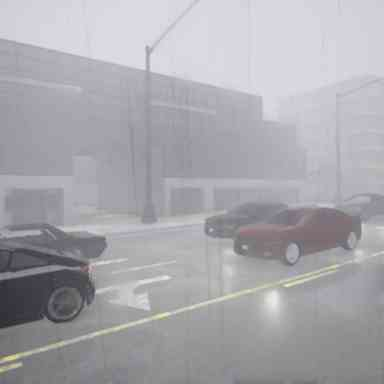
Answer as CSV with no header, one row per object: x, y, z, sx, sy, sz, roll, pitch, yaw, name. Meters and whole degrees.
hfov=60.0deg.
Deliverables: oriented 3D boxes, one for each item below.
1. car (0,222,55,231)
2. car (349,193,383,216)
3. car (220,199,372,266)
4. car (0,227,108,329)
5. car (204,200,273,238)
-4.898,1.568,9.102,4.718,1.301,1.895,-2,1,-35,car
10.386,0.833,19.997,4.674,1.442,1.812,-3,2,-36,car
3.532,1.206,10.812,5.008,1.535,1.882,-2,1,-35,car
-3.815,1.564,5.561,4.181,1.385,1.994,-2,1,-35,car
2.789,1.149,14.581,5.008,1.535,1.882,-3,1,-35,car
